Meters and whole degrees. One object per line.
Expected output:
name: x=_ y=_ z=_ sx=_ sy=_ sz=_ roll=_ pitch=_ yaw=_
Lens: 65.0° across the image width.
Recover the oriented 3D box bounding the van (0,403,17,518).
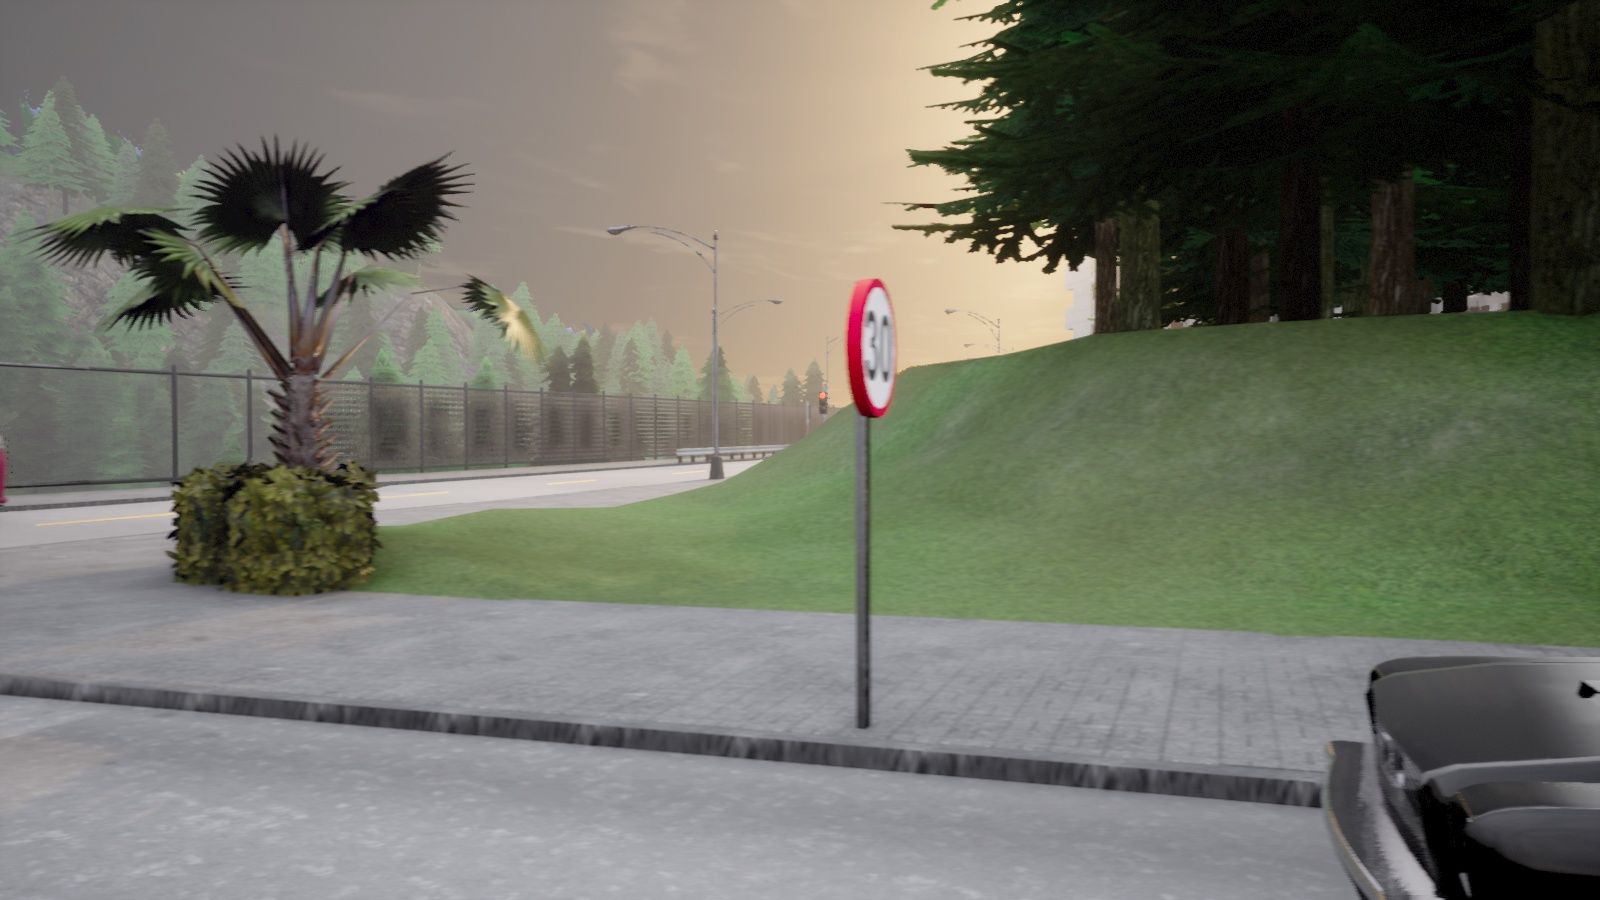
van: x=-15.265 y=0.199 z=20.181 sx=1.775 sy=1.987 sz=4.442 roll=1 pitch=1 yaw=18

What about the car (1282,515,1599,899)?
car: x=3.543 y=0.900 z=2.531 sx=4.718 sy=1.301 sz=1.895 roll=1 pitch=1 yaw=19
